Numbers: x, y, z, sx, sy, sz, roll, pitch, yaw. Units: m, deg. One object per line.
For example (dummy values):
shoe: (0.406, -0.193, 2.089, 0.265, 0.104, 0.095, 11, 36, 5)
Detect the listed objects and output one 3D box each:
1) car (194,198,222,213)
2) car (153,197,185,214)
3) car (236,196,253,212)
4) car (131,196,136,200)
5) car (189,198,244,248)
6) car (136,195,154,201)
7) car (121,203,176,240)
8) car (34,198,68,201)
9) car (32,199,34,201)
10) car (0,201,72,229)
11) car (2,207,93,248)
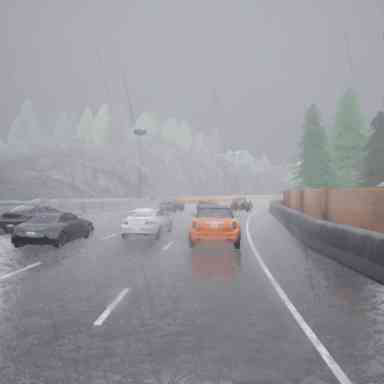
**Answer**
car: (1.864, 1.506, 37.660, 2.128, 1.511, 4.902, 0, 0, 15)
car: (-2.145, 1.495, 36.193, 2.128, 1.511, 4.902, 0, 0, 14)
car: (5.860, 1.377, 38.928, 2.097, 1.767, 4.553, 0, 0, 16)
car: (-12.543, 1.524, 78.314, 1.994, 1.385, 4.181, 0, 0, 27)
car: (1.101, 1.359, 15.133, 2.097, 1.767, 4.553, 0, 0, 6)
car: (-10.031, 1.492, 75.523, 1.837, 1.490, 4.892, 0, 0, 27)
car: (-2.214, 1.524, 17.022, 1.812, 1.442, 4.674, 0, 0, 7)
car: (-15.983, 1.492, 39.295, 1.812, 1.442, 4.674, 0, 0, 15)
car: (-19.005, 1.485, 41.560, 1.812, 1.442, 4.674, 0, 0, 15)
car: (-8.950, 1.486, 19.353, 1.837, 1.490, 4.892, 0, 0, 7)
car: (-5.975, 1.552, 14.742, 1.994, 1.385, 4.181, 0, 0, 6)
